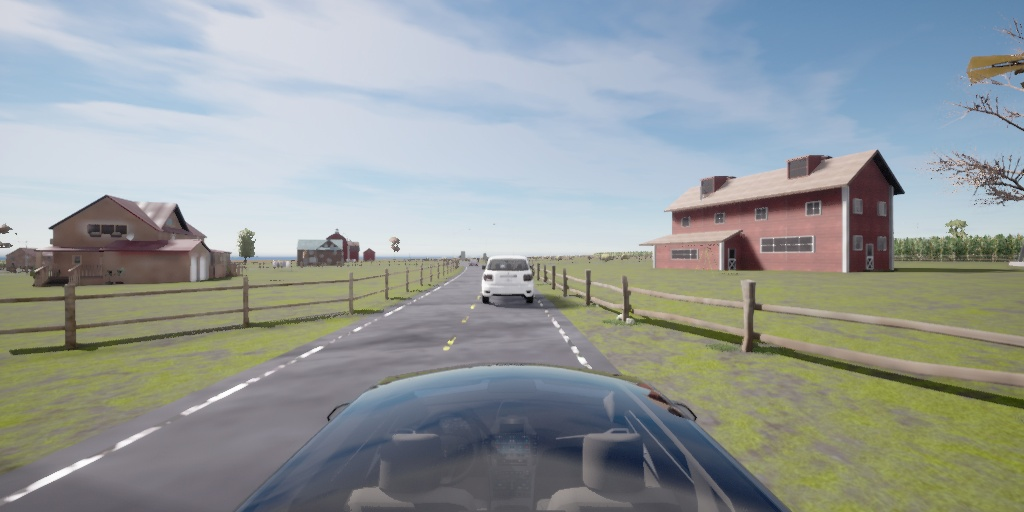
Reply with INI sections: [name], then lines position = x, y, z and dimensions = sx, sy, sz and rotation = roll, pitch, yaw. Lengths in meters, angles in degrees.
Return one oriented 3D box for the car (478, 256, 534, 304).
[car]
position = -0.226, 1.012, 16.572
dimensions = 2.150, 2.045, 5.566
rotation = 0, 0, -2
